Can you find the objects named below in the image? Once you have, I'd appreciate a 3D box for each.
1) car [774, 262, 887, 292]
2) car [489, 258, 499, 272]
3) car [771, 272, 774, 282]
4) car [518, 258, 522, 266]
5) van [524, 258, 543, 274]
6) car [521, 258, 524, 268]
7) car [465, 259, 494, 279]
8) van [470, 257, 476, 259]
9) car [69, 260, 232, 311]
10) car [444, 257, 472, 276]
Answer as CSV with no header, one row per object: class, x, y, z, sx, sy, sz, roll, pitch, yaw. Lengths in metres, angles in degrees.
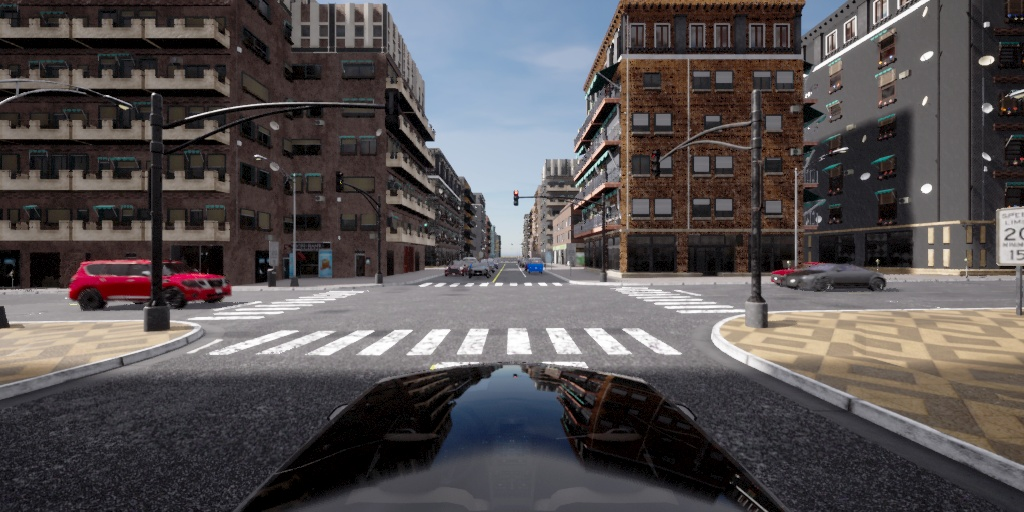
car,16.362,1.070,18.345,4.181,1.385,1.994,-1,0,0
car,-2.951,1.287,43.073,2.033,1.411,5.357,0,0,-1
car,17.555,1.033,20.814,4.507,1.381,1.888,0,0,0
car,2.434,1.300,58.227,1.948,1.339,4.313,0,0,0
van,2.602,1.081,40.861,1.690,1.789,3.998,0,0,0
car,2.552,1.283,47.065,1.888,1.381,4.507,0,0,0
car,-2.921,1.248,33.172,1.837,1.490,4.892,0,0,0
van,-5.517,1.079,47.046,1.690,1.789,3.998,0,0,0
car,-15.380,1.181,15.410,5.566,2.045,2.150,-1,0,0
car,-5.525,1.182,35.882,1.967,1.591,4.097,0,0,0
